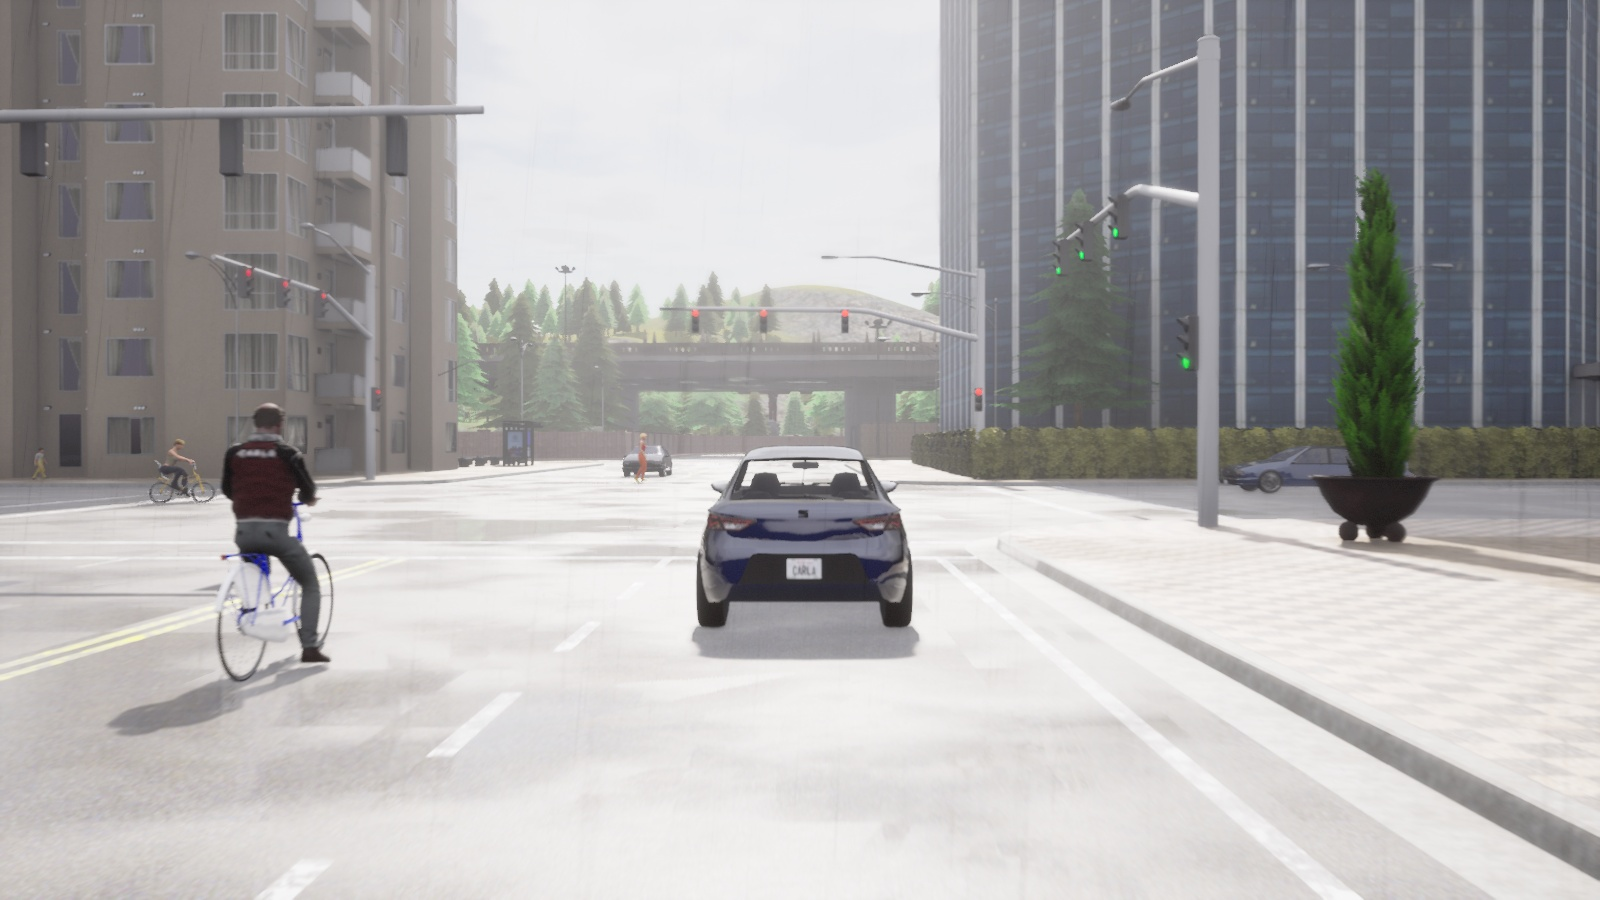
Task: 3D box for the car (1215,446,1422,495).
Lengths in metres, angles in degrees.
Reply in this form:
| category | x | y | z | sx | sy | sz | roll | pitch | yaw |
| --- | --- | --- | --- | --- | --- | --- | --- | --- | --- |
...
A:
| category | x | y | z | sx | sy | sz | roll | pitch | yaw |
| --- | --- | --- | --- | --- | --- | --- | --- | --- | --- |
| car | 15.440 | 0.594 | 37.615 | 5.357 | 1.411 | 2.033 | 0 | 0 | -1 |

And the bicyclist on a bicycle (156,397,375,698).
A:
| category | x | y | z | sx | sy | sz | roll | pitch | yaw |
| --- | --- | --- | --- | --- | --- | --- | --- | --- | --- |
| bicyclist on a bicycle | -3.466 | 0.567 | 8.330 | 0.659 | 1.776 | 1.843 | 0 | 1 | 0 |

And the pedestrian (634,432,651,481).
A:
| category | x | y | z | sx | sy | sz | roll | pitch | yaw |
| --- | --- | --- | --- | --- | --- | --- | --- | --- | --- |
| pedestrian | -5.872 | 0.247 | 46.844 | 0.594 | 1.836 | 0.345 | 0 | 0 | 6 |

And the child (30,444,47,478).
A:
| category | x | y | z | sx | sy | sz | roll | pitch | yaw |
| --- | --- | --- | --- | --- | --- | --- | --- | --- | --- |
| child | -28.287 | 0.401 | 46.640 | 0.437 | 1.263 | 0.270 | 0 | 0 | 1 |

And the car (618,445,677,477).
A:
| category | x | y | z | sx | sy | sz | roll | pitch | yaw |
| --- | --- | --- | --- | --- | --- | --- | --- | --- | --- |
| car | -6.853 | 0.468 | 57.010 | 2.033 | 1.411 | 5.357 | 0 | 0 | 0 |

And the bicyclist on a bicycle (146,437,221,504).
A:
| category | x | y | z | sx | sy | sz | roll | pitch | yaw |
| --- | --- | --- | --- | --- | --- | --- | --- | --- | --- |
| bicyclist on a bicycle | -15.183 | 0.497 | 30.963 | 1.509 | 1.612 | 0.866 | 0 | -1 | -14 |

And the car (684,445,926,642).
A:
| category | x | y | z | sx | sy | sz | roll | pitch | yaw |
| --- | --- | --- | --- | --- | --- | --- | --- | --- | --- |
| car | 0.041 | 0.695 | 11.537 | 1.816 | 1.474 | 4.193 | 0 | 0 | 0 |
